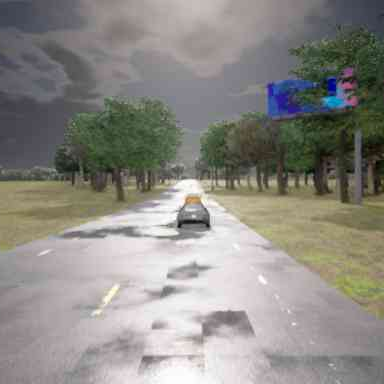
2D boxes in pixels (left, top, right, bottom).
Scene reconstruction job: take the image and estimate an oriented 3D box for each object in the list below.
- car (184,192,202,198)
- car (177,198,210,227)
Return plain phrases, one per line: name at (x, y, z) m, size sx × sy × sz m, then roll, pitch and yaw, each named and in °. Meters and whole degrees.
car at (0.103, 0.791, 38.852) m, size 1.882 × 1.535 × 5.008 m, roll 0°, pitch 2°, yaw 0°
car at (0.102, 1.324, 20.954) m, size 1.994 × 1.385 × 4.181 m, roll 0°, pitch 1°, yaw 0°
